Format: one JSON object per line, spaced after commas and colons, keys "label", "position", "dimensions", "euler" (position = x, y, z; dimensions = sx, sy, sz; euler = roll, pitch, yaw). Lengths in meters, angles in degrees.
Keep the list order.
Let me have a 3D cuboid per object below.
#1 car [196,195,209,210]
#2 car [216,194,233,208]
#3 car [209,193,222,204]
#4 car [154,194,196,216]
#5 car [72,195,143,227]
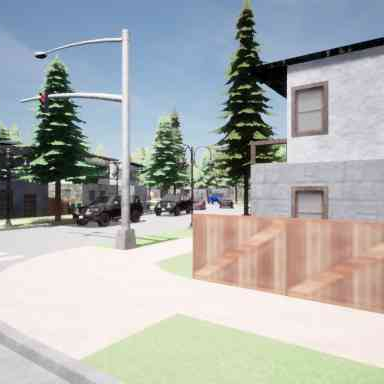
{"label": "car", "position": [0.535, 1.333, 42.058], "dimensions": [2.097, 1.767, 4.553], "euler": [0, 0, 9]}
{"label": "car", "position": [4.808, 1.473, 47.285], "dimensions": [2.128, 1.511, 4.902], "euler": [0, 0, 4]}
{"label": "car", "position": [4.296, 1.202, 60.841], "dimensions": [2.150, 2.045, 5.566], "euler": [0, 0, -9]}
{"label": "car", "position": [-1.723, 1.202, 32.459], "dimensions": [2.150, 2.045, 5.566], "euler": [0, 0, 18]}
{"label": "car", "position": [-5.618, 1.202, 23.083], "dimensions": [2.150, 2.045, 5.566], "euler": [0, 0, 27]}
